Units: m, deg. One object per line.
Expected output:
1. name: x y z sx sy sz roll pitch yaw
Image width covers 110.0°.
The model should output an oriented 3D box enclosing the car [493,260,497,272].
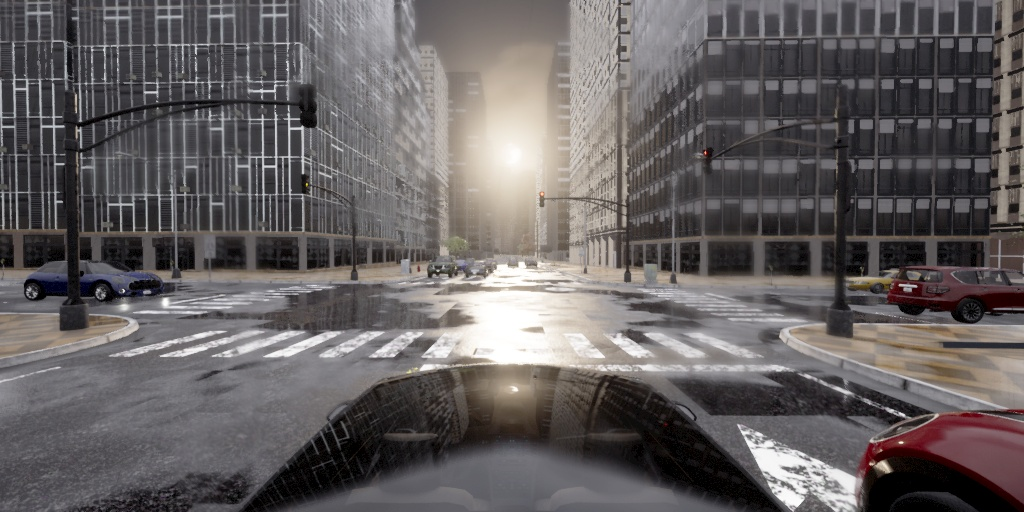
1. car: -3.208 1.325 43.207 1.895 1.301 4.718 0 0 0

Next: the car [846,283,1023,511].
1. car: 3.253 1.103 0.394 2.097 1.767 4.553 0 0 0

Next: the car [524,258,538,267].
1. car: 3.464 1.303 63.364 1.895 1.301 4.718 0 0 0

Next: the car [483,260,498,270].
1. car: -3.163 1.261 53.911 2.033 1.411 5.357 0 0 0

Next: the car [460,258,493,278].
1. car: -3.238 1.224 33.926 2.128 1.511 4.902 0 0 1

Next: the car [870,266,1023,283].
1. car: 16.227 1.281 12.505 5.009 1.841 2.192 0 0 1

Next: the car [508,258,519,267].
1. car: 0.214 1.267 63.346 1.994 1.385 4.181 0 0 0

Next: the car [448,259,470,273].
1. car: -6.453 1.201 44.134 1.882 1.535 5.008 0 0 0

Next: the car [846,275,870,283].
1. car: 21.866 1.409 20.771 4.829 1.417 1.751 0 0 1

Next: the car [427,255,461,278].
1. car: -6.479 0.954 34.169 2.150 2.045 5.566 0 0 0

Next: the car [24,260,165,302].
1. car: -18.148 0.971 15.731 4.553 1.767 2.097 1 1 3
